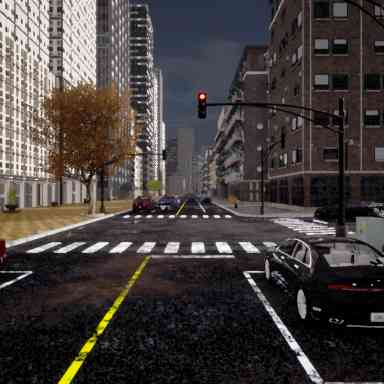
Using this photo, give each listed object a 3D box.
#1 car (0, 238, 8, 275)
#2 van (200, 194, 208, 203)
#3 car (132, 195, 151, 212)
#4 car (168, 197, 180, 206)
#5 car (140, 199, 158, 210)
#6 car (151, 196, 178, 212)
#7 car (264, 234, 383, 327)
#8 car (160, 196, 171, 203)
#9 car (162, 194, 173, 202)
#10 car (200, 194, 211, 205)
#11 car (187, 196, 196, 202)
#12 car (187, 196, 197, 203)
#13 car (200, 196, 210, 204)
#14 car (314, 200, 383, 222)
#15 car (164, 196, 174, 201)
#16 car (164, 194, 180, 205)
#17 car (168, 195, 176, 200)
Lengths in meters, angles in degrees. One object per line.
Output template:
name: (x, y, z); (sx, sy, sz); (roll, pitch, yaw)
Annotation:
car: (-5.698, 1.545, 6.918); (1.887, 1.381, 4.507); (0, 0, 0)
van: (2.627, 1.402, 72.451); (1.690, 1.788, 3.998); (0, 0, 0)
car: (-5.726, 1.336, 39.306); (2.192, 1.841, 5.009); (0, 0, 0)
car: (-3.130, 1.642, 58.435); (1.895, 1.301, 4.718); (0, 0, 0)
car: (-5.730, 1.592, 44.829); (1.947, 1.339, 4.313); (0, 0, 0)
car: (-3.133, 1.512, 38.486); (2.128, 1.511, 4.902); (0, 0, 0)
car: (2.682, 1.551, 6.925); (2.008, 1.369, 4.403); (0, 0, 0)
car: (-5.753, 1.627, 72.444); (1.947, 1.339, 4.313); (0, 0, 0)
car: (-5.758, 1.385, 77.966); (2.192, 1.841, 5.009); (0, 0, 0)
car: (2.637, 1.610, 61.404); (1.947, 1.339, 4.313); (0, 0, 0)
car: (-0.067, 1.625, 78.862); (1.994, 1.385, 4.181); (0, 0, 0)
car: (0.038, 1.619, 68.917); (1.994, 1.385, 4.181); (0, 0, 0)
car: (2.632, 1.578, 67.097); (1.752, 1.417, 4.829); (0, 0, 0)
car: (11.064, 1.395, 23.928); (4.181, 1.385, 1.994); (-1, 0, 3)
car: (-5.763, 1.632, 83.489); (2.008, 1.369, 4.403); (0, 0, 0)
car: (-3.137, 1.382, 48.364); (2.097, 1.767, 4.553); (0, 0, 0)
car: (-5.772, 1.654, 94.535); (2.008, 1.369, 4.403); (0, 0, 0)
